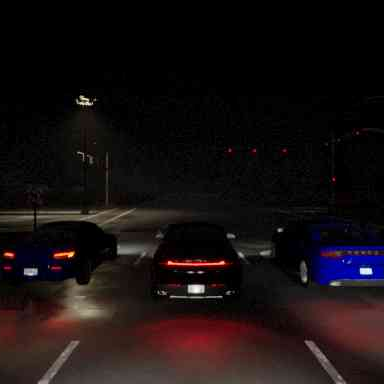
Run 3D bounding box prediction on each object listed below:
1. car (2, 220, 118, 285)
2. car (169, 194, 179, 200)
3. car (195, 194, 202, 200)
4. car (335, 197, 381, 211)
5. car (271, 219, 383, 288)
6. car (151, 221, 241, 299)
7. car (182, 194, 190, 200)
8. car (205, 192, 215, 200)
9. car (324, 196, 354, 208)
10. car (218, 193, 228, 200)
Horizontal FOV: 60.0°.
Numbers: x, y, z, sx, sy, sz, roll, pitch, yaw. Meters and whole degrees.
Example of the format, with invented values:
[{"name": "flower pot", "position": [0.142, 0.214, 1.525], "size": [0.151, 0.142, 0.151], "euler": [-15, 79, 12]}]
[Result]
[{"name": "car", "position": [-3.414, 1.526, 9.353], "size": [1.812, 1.442, 4.674], "euler": [0, 0, 0]}, {"name": "car", "position": [-5.207, 1.349, 93.074], "size": [2.097, 1.767, 4.553], "euler": [0, 0, 0]}, {"name": "car", "position": [1.789, 1.471, 92.275], "size": [1.882, 1.535, 5.008], "euler": [0, 0, 0]}, {"name": "car", "position": [19.140, 1.600, 38.617], "size": [4.718, 1.301, 1.895], "euler": [0, 0, -1]}, {"name": "car", "position": [3.589, 1.478, 9.307], "size": [1.882, 1.535, 5.008], "euler": [0, 0, 0]}, {"name": "car", "position": [0.087, 1.505, 8.430], "size": [1.837, 1.490, 4.892], "euler": [0, 0, 0]}, {"name": "car", "position": [-1.709, 1.546, 92.706], "size": [1.994, 1.385, 4.181], "euler": [0, 0, 0]}, {"name": "car", "position": [5.289, 1.471, 92.261], "size": [1.882, 1.535, 5.008], "euler": [0, 0, 0]}, {"name": "car", "position": [20.519, 1.352, 45.632], "size": [4.553, 1.767, 2.097], "euler": [0, 0, -1]}, {"name": "car", "position": [8.788, 1.217, 91.860], "size": [2.150, 2.045, 5.566], "euler": [0, 0, 0]}]
